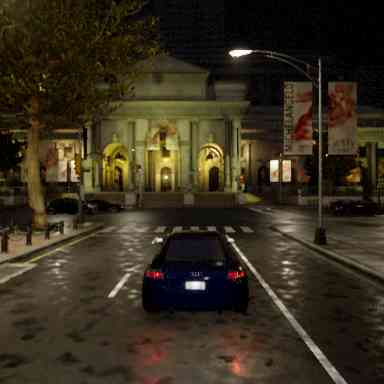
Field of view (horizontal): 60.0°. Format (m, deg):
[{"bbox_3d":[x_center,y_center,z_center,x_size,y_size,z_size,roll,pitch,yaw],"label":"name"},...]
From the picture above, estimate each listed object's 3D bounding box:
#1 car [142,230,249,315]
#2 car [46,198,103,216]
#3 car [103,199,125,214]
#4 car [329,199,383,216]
[{"bbox_3d":[0.073,1.560,7.676,1.994,1.385,4.181,0,0,0],"label":"car"},{"bbox_3d":[-11.322,1.336,31.654,4.553,1.767,2.097,0,0,0],"label":"car"},{"bbox_3d":[-9.530,1.488,35.145,4.892,1.490,1.837,0,0,0],"label":"car"},{"bbox_3d":[15.736,1.548,31.506,4.181,1.385,1.994,0,0,0],"label":"car"}]
